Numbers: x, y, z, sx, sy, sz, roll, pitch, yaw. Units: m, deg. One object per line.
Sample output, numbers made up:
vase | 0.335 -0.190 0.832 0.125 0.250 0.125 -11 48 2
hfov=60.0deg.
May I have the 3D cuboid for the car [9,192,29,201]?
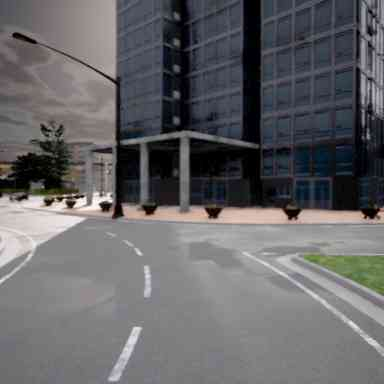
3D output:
car | -29.868 0.820 57.562 2.128 1.511 4.902 0 0 -7
